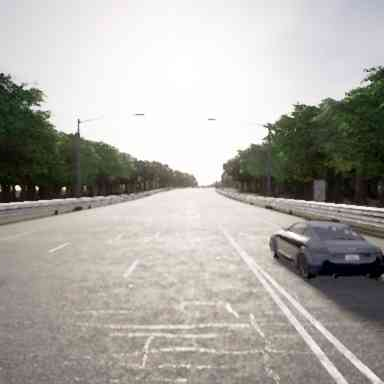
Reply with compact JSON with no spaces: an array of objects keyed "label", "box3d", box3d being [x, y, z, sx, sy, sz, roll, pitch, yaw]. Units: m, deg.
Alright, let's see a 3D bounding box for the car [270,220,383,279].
[{"label":"car","box3d":[3.727,1.513,9.873,1.994,1.385,4.181,0,0,-2]}]
